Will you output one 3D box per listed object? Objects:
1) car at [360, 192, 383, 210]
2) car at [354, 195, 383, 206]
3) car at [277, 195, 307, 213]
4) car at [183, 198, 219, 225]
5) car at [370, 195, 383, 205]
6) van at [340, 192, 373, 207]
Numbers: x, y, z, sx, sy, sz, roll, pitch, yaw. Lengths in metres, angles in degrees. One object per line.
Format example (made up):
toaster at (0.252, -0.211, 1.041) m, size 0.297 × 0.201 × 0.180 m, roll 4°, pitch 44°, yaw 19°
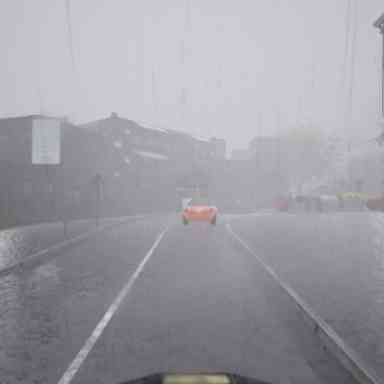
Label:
car at (21.041, 0.992, 35.221) m, size 2.435 × 2.045 × 5.566 m, roll -3°, pitch -1°, yaw -12°
car at (26.467, 1.243, 48.939) m, size 2.231 × 1.521 × 4.892 m, roll -3°, pitch -1°, yaw -12°
car at (12.189, 1.339, 37.586) m, size 5.566 × 2.045 × 2.150 m, roll -1°, pitch -2°, yaw -24°
car at (0.727, 1.221, 23.124) m, size 2.097 × 1.767 × 4.553 m, roll 0°, pitch 0°, yaw 8°
car at (29.195, 1.123, 49.513) m, size 2.002 × 1.452 × 4.674 m, roll -3°, pitch -1°, yaw -12°
van at (23.750, 1.167, 48.244) m, size 1.878 × 1.987 × 4.442 m, roll -3°, pitch -1°, yaw -12°
